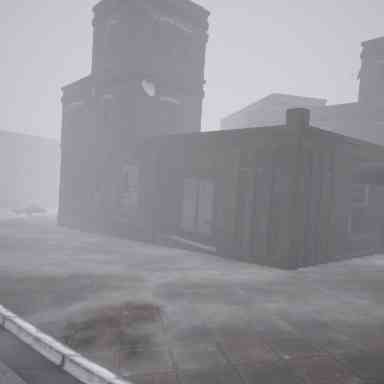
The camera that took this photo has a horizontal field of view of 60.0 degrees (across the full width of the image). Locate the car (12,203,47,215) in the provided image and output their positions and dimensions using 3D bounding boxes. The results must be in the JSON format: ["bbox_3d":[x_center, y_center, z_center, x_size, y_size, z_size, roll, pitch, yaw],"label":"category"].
[{"bbox_3d":[-20.240,2.106,41.610,2.033,1.411,5.357,4,-2,3],"label":"car"}]
